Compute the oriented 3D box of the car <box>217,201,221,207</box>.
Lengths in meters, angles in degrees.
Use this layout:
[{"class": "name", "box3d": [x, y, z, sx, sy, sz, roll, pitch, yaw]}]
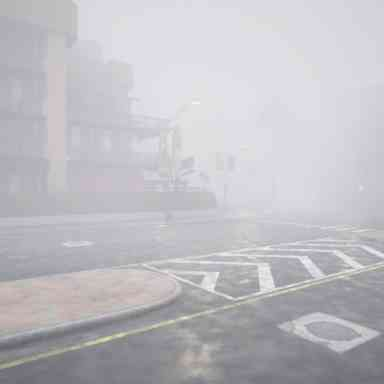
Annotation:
[{"class": "car", "box3d": [2.165, 1.491, 48.636, 2.128, 1.511, 4.902, 0, 0, -35]}]
